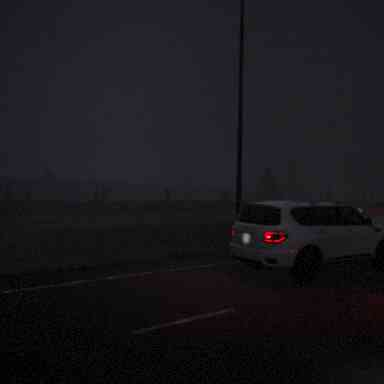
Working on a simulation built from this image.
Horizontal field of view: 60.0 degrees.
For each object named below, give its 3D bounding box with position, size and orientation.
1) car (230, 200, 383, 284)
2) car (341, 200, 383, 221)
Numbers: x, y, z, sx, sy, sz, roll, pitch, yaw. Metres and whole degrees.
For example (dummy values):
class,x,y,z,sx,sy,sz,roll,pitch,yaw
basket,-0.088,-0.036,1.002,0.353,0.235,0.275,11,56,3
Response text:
class,x,y,z,sx,sy,sz,roll,pitch,yaw
car,3.743,1.285,9.969,5.566,2.045,2.150,1,0,-30
car,16.418,1.644,30.780,4.553,1.767,2.097,1,0,-17
